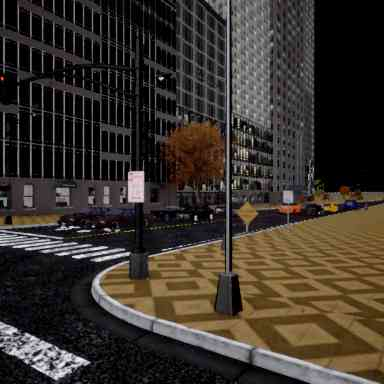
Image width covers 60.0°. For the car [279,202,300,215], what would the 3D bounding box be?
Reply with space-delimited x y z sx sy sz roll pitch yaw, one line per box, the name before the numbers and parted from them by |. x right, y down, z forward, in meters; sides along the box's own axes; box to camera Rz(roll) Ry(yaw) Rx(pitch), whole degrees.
car | 13.738 2.203 46.277 2.097 1.767 4.553 0 -1 33

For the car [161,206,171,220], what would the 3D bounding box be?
car | -2.352 2.098 33.592 1.895 1.301 4.718 0 -1 33

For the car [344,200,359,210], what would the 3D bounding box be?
car | 31.476 2.536 65.773 2.150 2.045 5.566 0 -1 33

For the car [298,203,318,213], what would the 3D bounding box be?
car | 19.143 2.576 54.746 2.033 1.411 5.357 0 -1 33

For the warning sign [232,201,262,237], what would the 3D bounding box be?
warning sign | 3.095 1.454 18.576 1.300 1.860 1.060 1 1 33

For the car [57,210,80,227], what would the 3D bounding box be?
car | -7.551 1.873 25.533 2.033 1.411 5.357 0 -1 33

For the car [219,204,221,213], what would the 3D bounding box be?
car | 4.589 2.218 44.326 2.128 1.511 4.902 0 -1 33

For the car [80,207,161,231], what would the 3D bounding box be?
car | -4.899 1.874 23.649 2.033 1.411 5.357 0 -1 33

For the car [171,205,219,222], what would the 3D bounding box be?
car | 0.381 2.006 31.834 1.837 1.490 4.892 0 -1 33

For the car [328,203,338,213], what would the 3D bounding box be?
car | 21.875 2.510 52.986 1.882 1.535 5.008 0 -1 33

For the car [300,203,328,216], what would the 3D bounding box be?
car | 16.275 2.353 44.221 1.837 1.490 4.892 0 -1 33

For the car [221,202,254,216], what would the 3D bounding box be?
car | 5.853 2.035 40.299 2.097 1.767 4.553 0 -1 33
